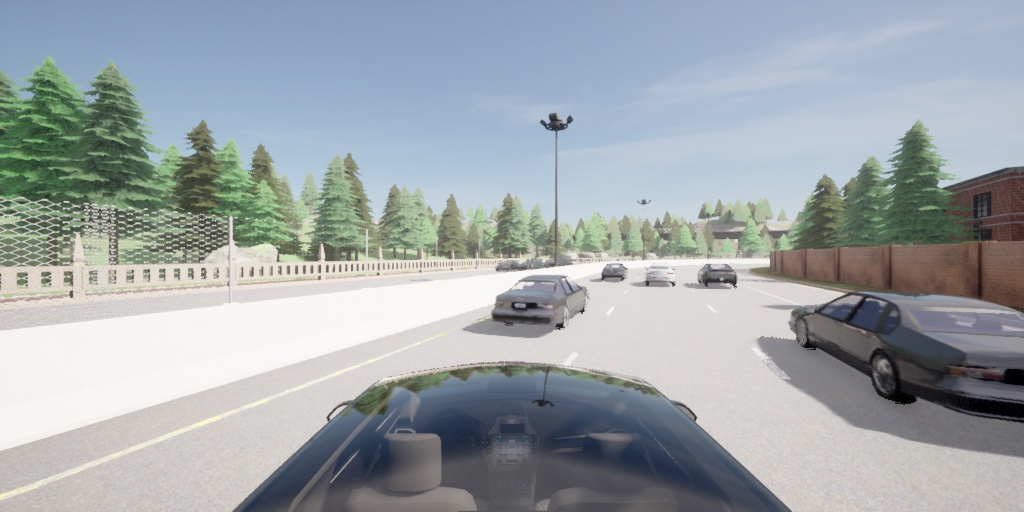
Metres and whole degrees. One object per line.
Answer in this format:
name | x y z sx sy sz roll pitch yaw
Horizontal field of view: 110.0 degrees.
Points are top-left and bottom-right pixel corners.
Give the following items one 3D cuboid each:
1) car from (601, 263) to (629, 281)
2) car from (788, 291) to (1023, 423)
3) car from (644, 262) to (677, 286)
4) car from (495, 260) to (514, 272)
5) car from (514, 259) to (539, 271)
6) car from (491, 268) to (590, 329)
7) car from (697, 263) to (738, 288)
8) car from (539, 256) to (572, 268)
car | 8.785 1.297 30.536 2.033 1.411 5.357 0 0 22
car | 6.486 1.297 5.898 2.033 1.411 5.357 0 0 22
car | 10.594 1.275 25.656 1.812 1.442 4.674 0 0 22
car | -0.414 1.274 45.096 1.812 1.442 4.674 0 0 25
car | 2.378 1.100 42.765 2.097 1.767 4.553 0 0 24
car | 1.146 1.297 11.401 2.033 1.411 5.357 0 0 22
car | 13.829 1.241 24.289 2.128 1.511 4.902 0 0 22
car | 5.266 0.972 40.726 2.150 2.045 5.566 0 0 24
